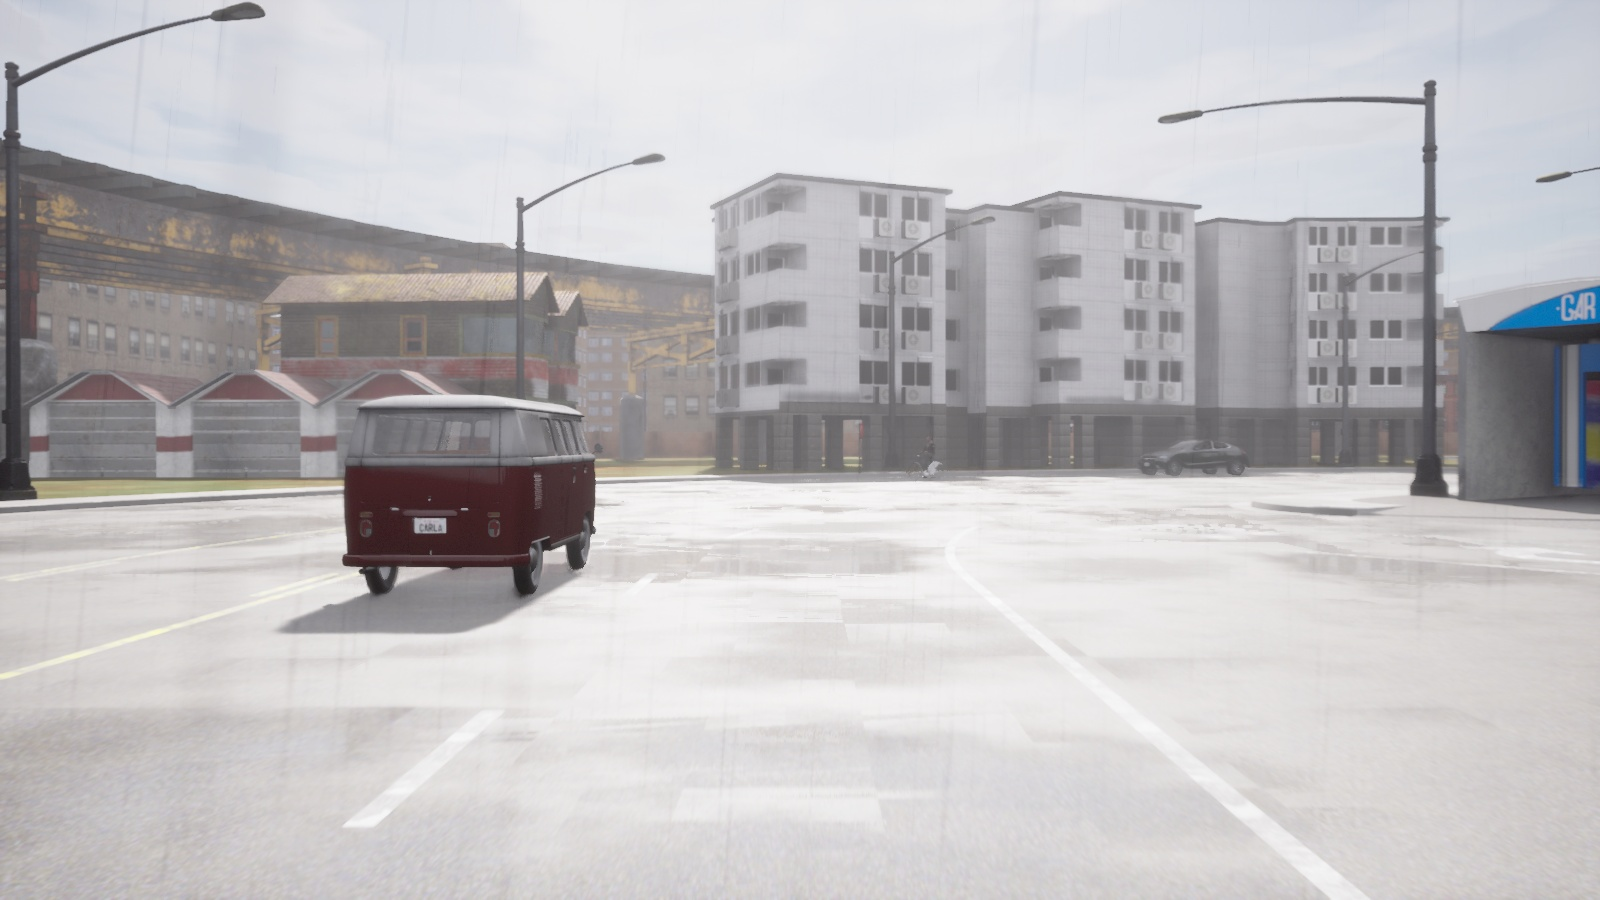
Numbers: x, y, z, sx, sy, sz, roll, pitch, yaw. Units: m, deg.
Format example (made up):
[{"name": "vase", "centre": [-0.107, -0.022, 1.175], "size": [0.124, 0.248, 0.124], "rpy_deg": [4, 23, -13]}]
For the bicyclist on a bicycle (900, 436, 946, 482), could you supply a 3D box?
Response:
[{"name": "bicyclist on a bicycle", "centre": [4.909, 0.340, 49.931], "size": [1.843, 1.776, 0.659], "rpy_deg": [0, 1, -36]}]

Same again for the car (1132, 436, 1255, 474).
[{"name": "car", "centre": [17.830, 0.219, 56.934], "size": [5.027, 1.651, 2.152], "rpy_deg": [0, 0, -19]}]

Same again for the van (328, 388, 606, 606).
[{"name": "van", "centre": [-3.381, 0.419, 13.681], "size": [1.775, 1.987, 4.442], "rpy_deg": [0, 0, 1]}]
